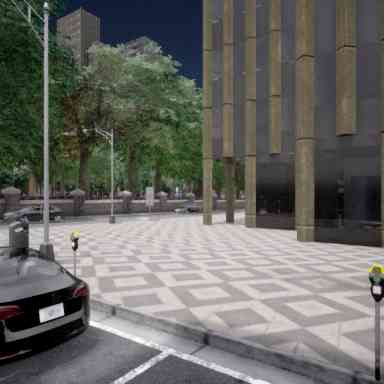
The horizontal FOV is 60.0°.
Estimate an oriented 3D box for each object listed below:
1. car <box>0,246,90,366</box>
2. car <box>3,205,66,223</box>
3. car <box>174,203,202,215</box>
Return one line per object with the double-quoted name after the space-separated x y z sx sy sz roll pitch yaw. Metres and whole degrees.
-3.471 1.566 5.423 4.313 1.339 1.947 0 0 35 "car"
-12.821 1.842 27.363 1.837 1.490 4.892 0 -1 35 "car"
-0.467 2.276 44.960 2.128 1.511 4.902 0 -1 35 "car"
